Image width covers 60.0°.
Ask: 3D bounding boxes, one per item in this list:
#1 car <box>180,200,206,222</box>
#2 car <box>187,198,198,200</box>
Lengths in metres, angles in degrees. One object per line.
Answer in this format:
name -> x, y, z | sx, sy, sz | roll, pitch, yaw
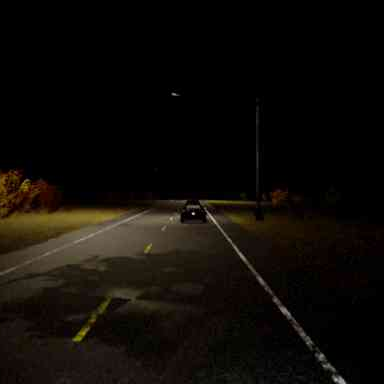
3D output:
car -> 0.101, 1.578, 26.619 | 1.994, 1.385, 4.181 | 0, 0, 0
car -> 0.102, 1.530, 42.878 | 1.837, 1.490, 4.892 | 0, 0, 0
